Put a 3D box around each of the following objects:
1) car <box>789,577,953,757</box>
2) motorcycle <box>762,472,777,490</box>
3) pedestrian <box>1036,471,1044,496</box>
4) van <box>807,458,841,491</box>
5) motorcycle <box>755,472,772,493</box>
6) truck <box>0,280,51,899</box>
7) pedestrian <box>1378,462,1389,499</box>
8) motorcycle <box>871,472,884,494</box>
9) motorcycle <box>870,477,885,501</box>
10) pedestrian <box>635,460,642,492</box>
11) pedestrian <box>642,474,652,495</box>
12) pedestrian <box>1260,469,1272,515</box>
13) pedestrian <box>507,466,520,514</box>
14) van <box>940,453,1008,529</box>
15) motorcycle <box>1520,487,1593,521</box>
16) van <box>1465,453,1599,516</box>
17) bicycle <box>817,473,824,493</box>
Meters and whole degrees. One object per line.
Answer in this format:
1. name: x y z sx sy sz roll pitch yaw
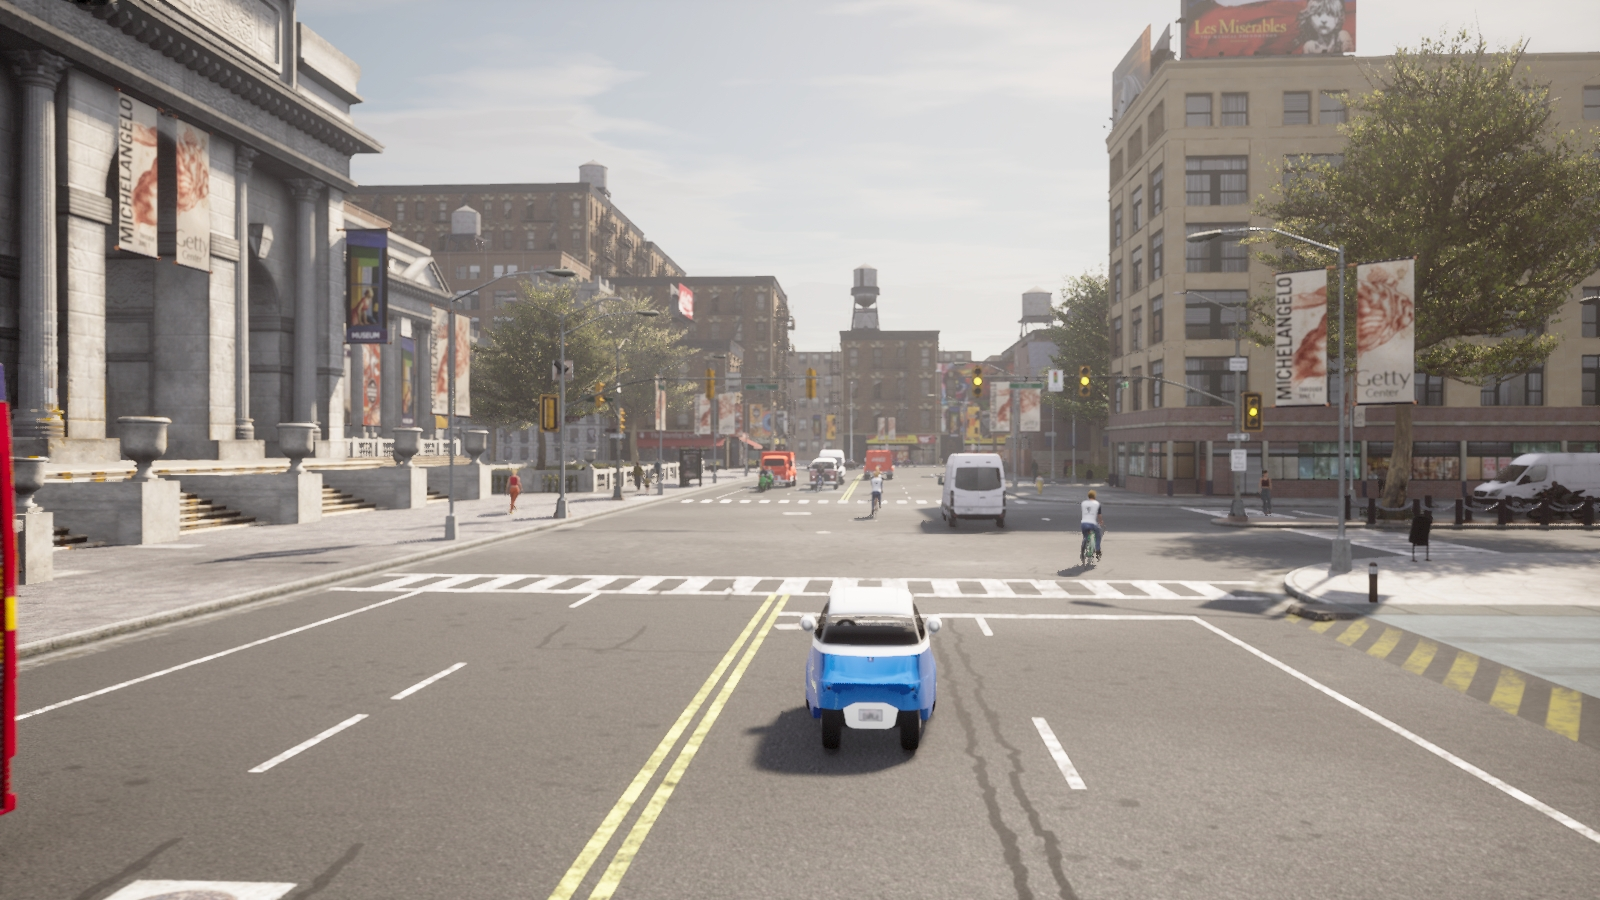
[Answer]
1. car: 0.708 2.086 11.456 1.481 1.376 2.207 0 0 4
2. motorcycle: -1.954 2.005 74.198 0.803 1.145 2.033 0 0 4
3. pedestrian: 12.891 1.804 61.406 0.375 1.300 0.375 0 0 7
4. van: 1.605 1.572 75.179 2.069 2.038 4.480 0 0 4
5. motorcycle: -2.255 1.985 70.323 0.856 1.236 1.805 0 0 4
6. truck: -6.618 0.877 3.323 2.891 3.827 8.468 0 0 4
7. pedestrian: 29.353 1.537 57.456 0.375 1.860 0.375 0 0 4
8. motorcycle: 4.665 1.978 68.625 0.764 1.277 2.356 0 0 4
9. motorcycle: 4.093 2.044 60.276 0.803 1.145 2.033 0 0 4
10. pedestrian: -9.408 1.509 66.397 0.375 1.860 0.375 0 0 -3
11. pedestrian: -8.405 1.899 62.903 0.500 1.100 0.500 0 0 -1
12. pedestrian: 19.126 1.717 46.865 0.375 1.860 0.375 0 0 10
13. pedestrian: -11.196 1.570 44.629 0.375 1.860 0.375 0 0 6
14. van: 6.326 1.415 42.084 1.988 2.561 5.915 0 0 4
15. motorcycle: 29.202 2.081 44.123 2.209 1.251 0.867 0 0 4
16. van: 31.232 1.402 47.490 5.915 2.561 1.988 0 0 4
17. bicycle: 1.271 2.014 70.189 0.329 1.171 1.835 0 0 4
